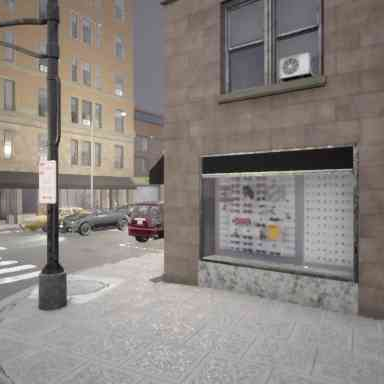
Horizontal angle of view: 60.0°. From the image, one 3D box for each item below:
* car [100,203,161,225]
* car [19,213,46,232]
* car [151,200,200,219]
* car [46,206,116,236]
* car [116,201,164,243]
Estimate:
[{"bbox_3d":[-4.489,1.548,24.880,1.947,1.339,4.313,0,0,35],"label":"car"},{"bbox_3d":[-7.815,1.520,20.096,1.752,1.417,4.829,0,0,35],"label":"car"},{"bbox_3d":[-1.359,1.497,29.383,1.752,1.417,4.829,0,0,35],"label":"car"},{"bbox_3d":[-5.515,1.557,18.573,1.994,1.385,4.181,0,0,35],"label":"car"},{"bbox_3d":[-0.732,1.306,15.346,2.192,1.841,5.009,0,0,35],"label":"car"}]
